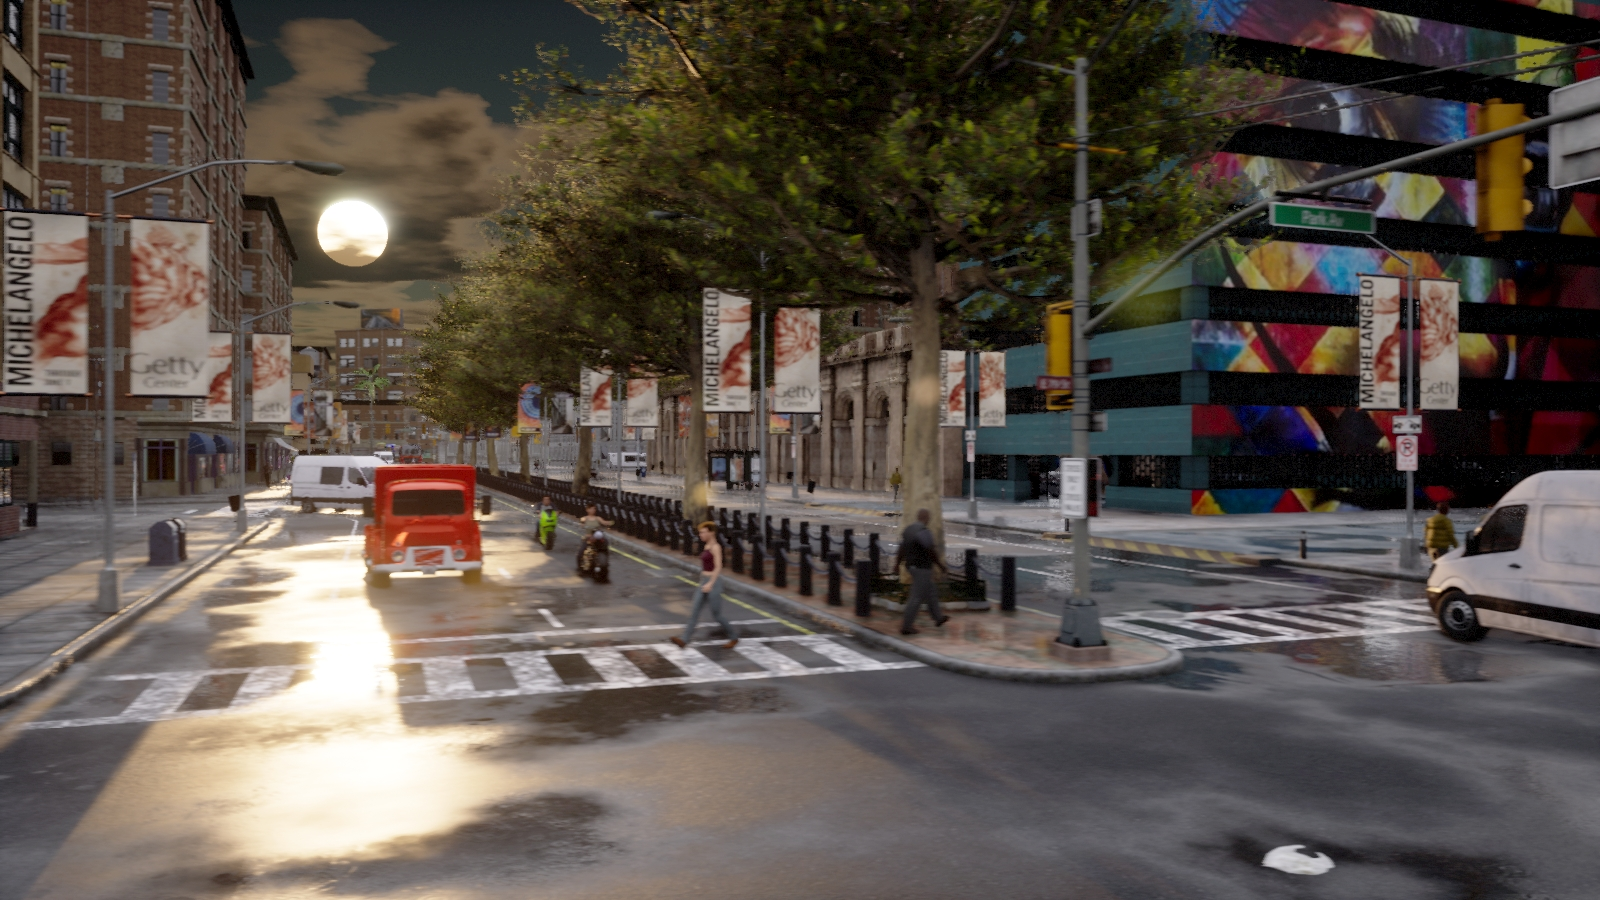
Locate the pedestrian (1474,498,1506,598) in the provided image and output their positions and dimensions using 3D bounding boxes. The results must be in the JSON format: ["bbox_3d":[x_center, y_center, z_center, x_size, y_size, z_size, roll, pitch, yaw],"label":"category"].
[{"bbox_3d":[13.135,1.851,21.746,0.375,1.860,0.375,0,0,-13],"label":"pedestrian"}]

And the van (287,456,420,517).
[{"bbox_3d":[-19.602,1.534,50.141,5.915,2.561,1.988,0,0,27],"label":"van"}]

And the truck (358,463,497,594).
[{"bbox_3d":[-8.292,1.564,25.204,2.627,2.467,5.204,0,0,-20],"label":"truck"}]

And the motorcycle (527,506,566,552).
[{"bbox_3d":[-7.171,2.213,32.273,0.803,1.145,2.033,0,0,-20],"label":"motorcycle"}]

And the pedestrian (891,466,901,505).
[{"bbox_3d":[4.620,1.699,54.961,0.375,1.860,0.375,0,0,-19],"label":"pedestrian"}]

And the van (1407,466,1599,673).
[{"bbox_3d":[10.974,1.536,15.200,1.988,2.561,5.915,0,0,-8],"label":"van"}]

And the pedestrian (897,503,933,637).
[{"bbox_3d":[1.637,1.705,16.341,0.375,1.860,0.375,0,0,-25],"label":"pedestrian"}]

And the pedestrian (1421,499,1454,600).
[{"bbox_3d":[11.921,1.851,21.360,0.375,1.860,0.375,0,0,-20],"label":"pedestrian"}]

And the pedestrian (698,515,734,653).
[{"bbox_3d":[-1.166,1.849,15.887,0.375,1.860,0.375,0,0,-29],"label":"pedestrian"}]

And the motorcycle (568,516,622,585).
[{"bbox_3d":[-4.517,2.170,25.069,0.764,1.277,2.356,0,0,-20],"label":"motorcycle"}]
